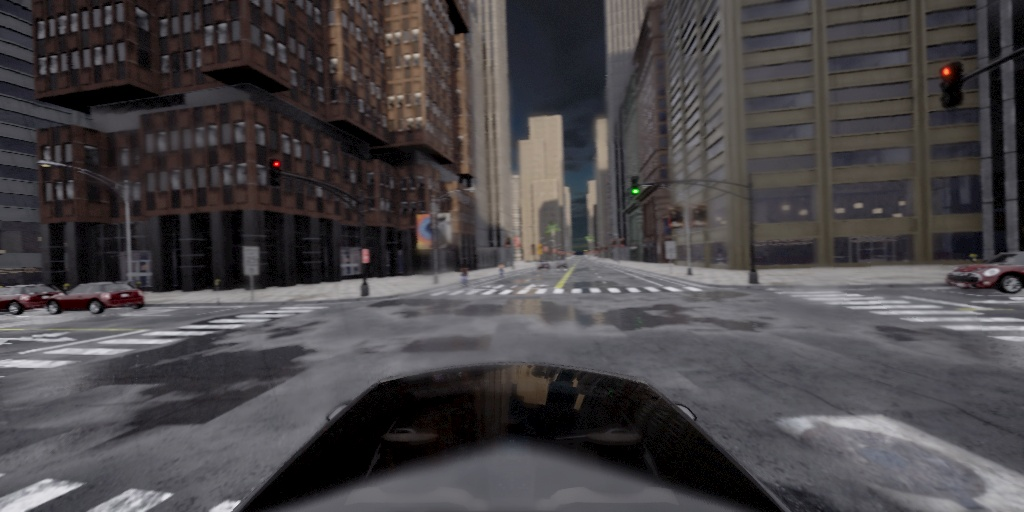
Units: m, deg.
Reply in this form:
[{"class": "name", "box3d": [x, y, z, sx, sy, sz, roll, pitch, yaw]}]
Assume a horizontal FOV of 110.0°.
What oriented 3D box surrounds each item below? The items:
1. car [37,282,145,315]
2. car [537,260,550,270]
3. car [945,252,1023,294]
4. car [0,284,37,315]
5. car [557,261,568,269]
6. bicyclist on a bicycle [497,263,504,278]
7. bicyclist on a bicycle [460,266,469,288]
[{"class": "car", "box3d": [-21.469, 2.091, 18.536, 4.097, 1.591, 1.967, 0, 0, 11]}, {"class": "car", "box3d": [5.734, 1.711, 63.830, 1.994, 1.385, 4.181, -2, -1, 11]}, {"class": "car", "box3d": [19.762, 0.543, 13.826, 4.097, 1.591, 1.967, 0, 0, 11]}, {"class": "car", "box3d": [-26.794, 2.300, 19.553, 4.097, 1.591, 1.967, 0, 0, 11]}, {"class": "car", "box3d": [8.924, 1.577, 63.219, 2.033, 1.411, 5.357, -2, -1, 11]}, {"class": "bicyclist on a bicycle", "box3d": [-1.192, 1.580, 39.658, 0.866, 1.612, 1.509, -2, -1, 11]}, {"class": "bicyclist on a bicycle", "box3d": [-3.588, 1.559, 27.140, 0.582, 1.620, 1.656, -2, 0, 11]}]
